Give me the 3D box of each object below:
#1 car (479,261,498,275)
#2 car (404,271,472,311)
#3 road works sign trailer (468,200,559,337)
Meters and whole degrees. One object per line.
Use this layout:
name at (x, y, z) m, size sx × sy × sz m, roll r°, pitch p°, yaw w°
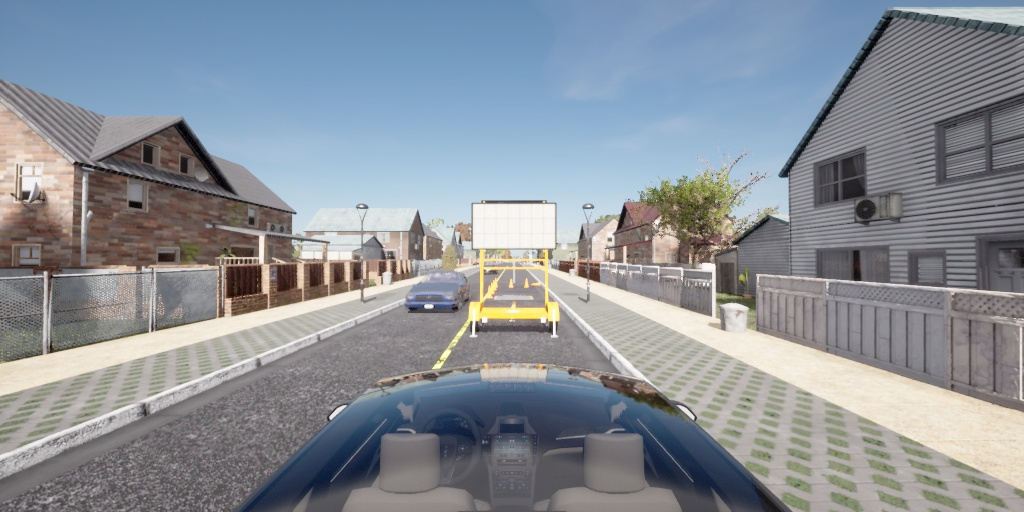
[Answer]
car at (-2.551, 1.316, 39.874) m, size 2.128 × 1.511 × 4.902 m, roll 0°, pitch 0°, yaw 0°
car at (-2.779, 1.310, 14.689) m, size 2.033 × 1.411 × 5.357 m, roll 0°, pitch 0°, yaw 0°
road works sign trailer at (0.060, 0.221, 10.255) m, size 2.380 × 3.560 × 2.880 m, roll 0°, pitch 0°, yaw 1°
